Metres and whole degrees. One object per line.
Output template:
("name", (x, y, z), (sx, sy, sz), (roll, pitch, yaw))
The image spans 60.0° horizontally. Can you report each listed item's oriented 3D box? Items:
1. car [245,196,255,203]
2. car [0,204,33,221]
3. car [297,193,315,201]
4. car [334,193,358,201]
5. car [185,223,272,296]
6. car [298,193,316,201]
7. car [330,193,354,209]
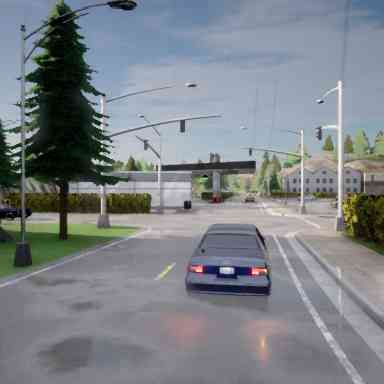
("car", (11.965, 1.491, 68.529), (2.128, 1.511, 4.902), (0, 0, 11))
("car", (-15.572, 1.601, 27.066), (4.718, 1.301, 1.895), (0, 0, 10))
("car", (26.140, 1.361, 76.060), (3.806, 1.475, 1.970), (0, 0, 10))
("car", (34.496, 1.097, 74.619), (4.605, 1.855, 1.932), (0, 0, 10))
("car", (1.083, 1.547, 8.829), (2.033, 1.411, 5.357), (0, 0, 10))
("car", (27.321, 1.077, 79.227), (3.866, 1.878, 1.905), (0, 0, 10))
("car", (20.221, 1.330, 42.318), (5.027, 1.636, 2.152), (0, 0, 10))
